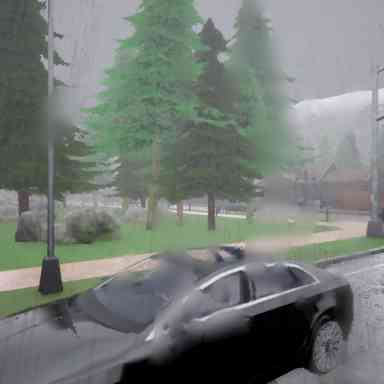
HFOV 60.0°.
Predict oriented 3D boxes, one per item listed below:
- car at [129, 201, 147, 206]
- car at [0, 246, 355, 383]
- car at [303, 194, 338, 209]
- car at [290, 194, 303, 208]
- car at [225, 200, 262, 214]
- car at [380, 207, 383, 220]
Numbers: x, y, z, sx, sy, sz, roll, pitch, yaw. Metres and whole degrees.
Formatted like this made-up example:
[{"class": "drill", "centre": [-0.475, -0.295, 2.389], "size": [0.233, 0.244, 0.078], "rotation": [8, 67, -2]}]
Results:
[{"class": "car", "centre": [-9.350, 1.478, 54.959], "size": [2.128, 1.511, 4.902], "rotation": [0, 0, -40]}, {"class": "car", "centre": [0.014, 1.491, 4.000], "size": [4.902, 1.511, 2.128], "rotation": [0, 0, -36]}, {"class": "car", "centre": [16.682, 1.160, 42.408], "size": [4.605, 1.855, 1.932], "rotation": [0, 0, -37]}, {"class": "car", "centre": [14.856, 1.161, 44.179], "size": [3.866, 1.878, 1.905], "rotation": [0, 0, -37]}, {"class": "car", "centre": [5.462, 1.550, 35.796], "size": [1.994, 1.385, 4.181], "rotation": [0, 0, -37]}, {"class": "car", "centre": [15.540, 1.468, 22.465], "size": [1.882, 1.535, 5.008], "rotation": [0, 0, -38]}]
